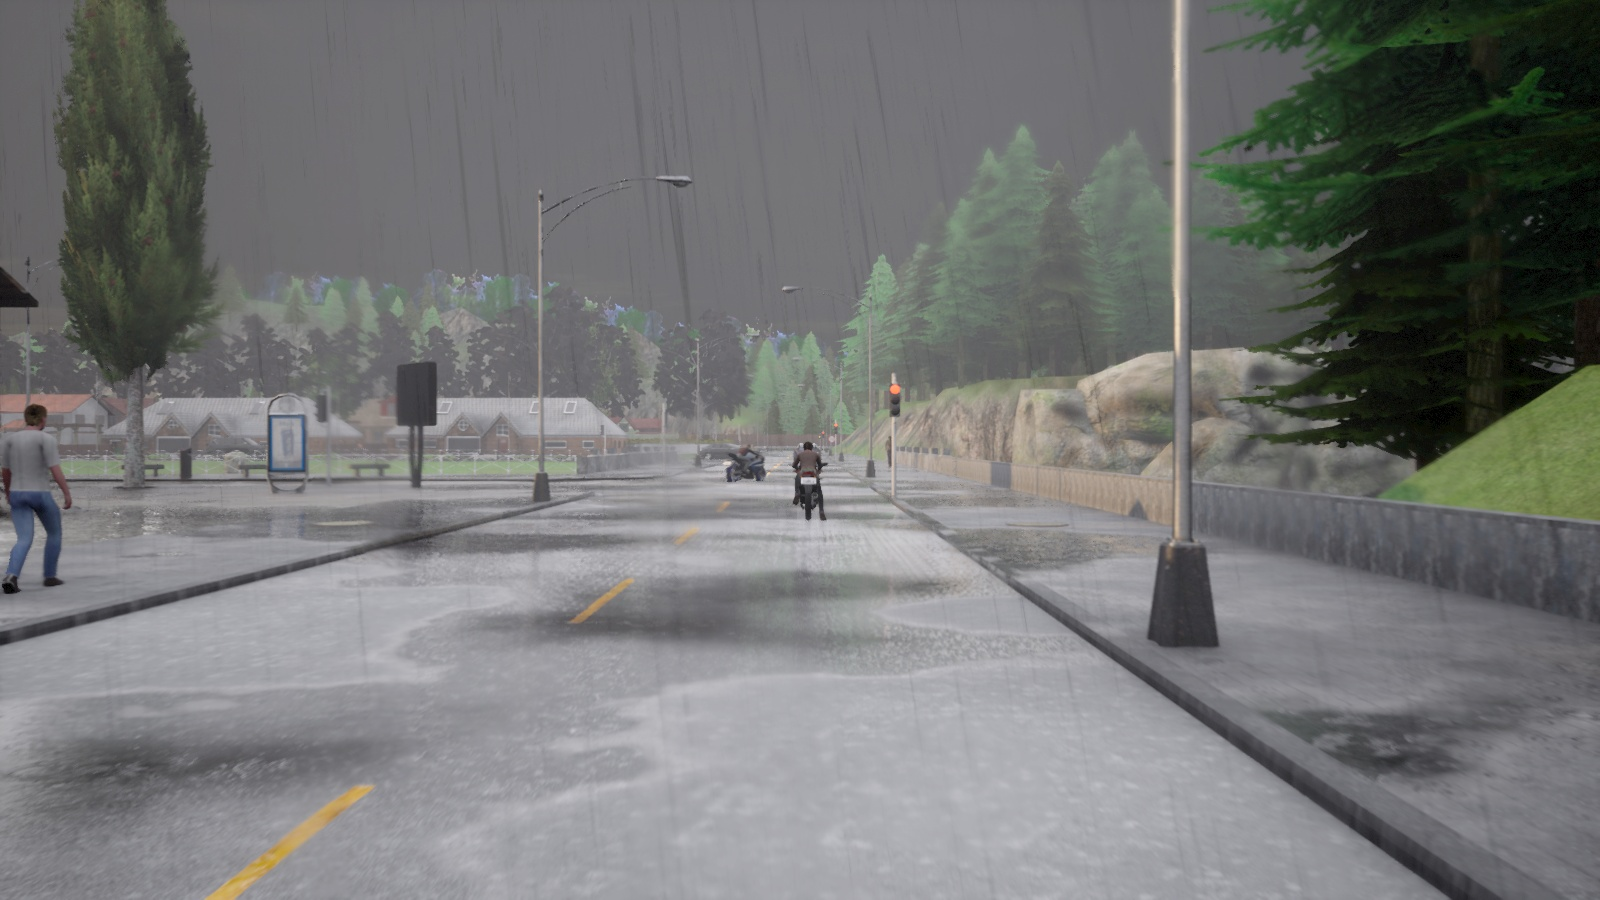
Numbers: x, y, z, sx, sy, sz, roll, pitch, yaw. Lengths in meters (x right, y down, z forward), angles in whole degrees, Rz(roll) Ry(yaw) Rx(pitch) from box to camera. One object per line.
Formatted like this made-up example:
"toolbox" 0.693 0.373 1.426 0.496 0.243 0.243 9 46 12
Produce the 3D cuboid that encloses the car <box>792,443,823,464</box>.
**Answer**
"car" 0.532 0.244 89.291 2.163 1.488 4.792 0 0 0

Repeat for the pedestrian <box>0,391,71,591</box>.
"pedestrian" -7.280 0.376 11.874 0.354 1.836 0.706 0 0 1

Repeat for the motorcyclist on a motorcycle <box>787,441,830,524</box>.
"motorcyclist on a motorcycle" 0.156 0.592 24.210 0.797 1.523 2.044 0 0 0

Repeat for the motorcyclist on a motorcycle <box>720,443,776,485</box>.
"motorcyclist on a motorcycle" -1.959 0.512 47.457 0.866 1.530 2.191 -1 0 40
